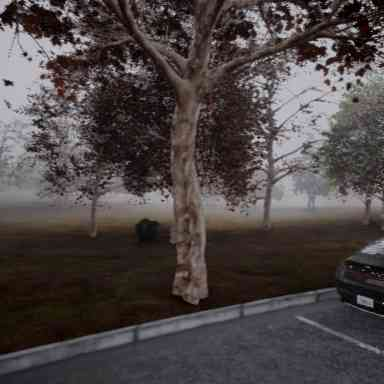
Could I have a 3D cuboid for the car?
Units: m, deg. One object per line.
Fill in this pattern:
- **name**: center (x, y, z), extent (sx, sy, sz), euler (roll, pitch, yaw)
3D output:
- **car**: center (5.027, 1.546, 6.563), extent (4.892, 1.521, 2.231), euler (0, 0, -26)
